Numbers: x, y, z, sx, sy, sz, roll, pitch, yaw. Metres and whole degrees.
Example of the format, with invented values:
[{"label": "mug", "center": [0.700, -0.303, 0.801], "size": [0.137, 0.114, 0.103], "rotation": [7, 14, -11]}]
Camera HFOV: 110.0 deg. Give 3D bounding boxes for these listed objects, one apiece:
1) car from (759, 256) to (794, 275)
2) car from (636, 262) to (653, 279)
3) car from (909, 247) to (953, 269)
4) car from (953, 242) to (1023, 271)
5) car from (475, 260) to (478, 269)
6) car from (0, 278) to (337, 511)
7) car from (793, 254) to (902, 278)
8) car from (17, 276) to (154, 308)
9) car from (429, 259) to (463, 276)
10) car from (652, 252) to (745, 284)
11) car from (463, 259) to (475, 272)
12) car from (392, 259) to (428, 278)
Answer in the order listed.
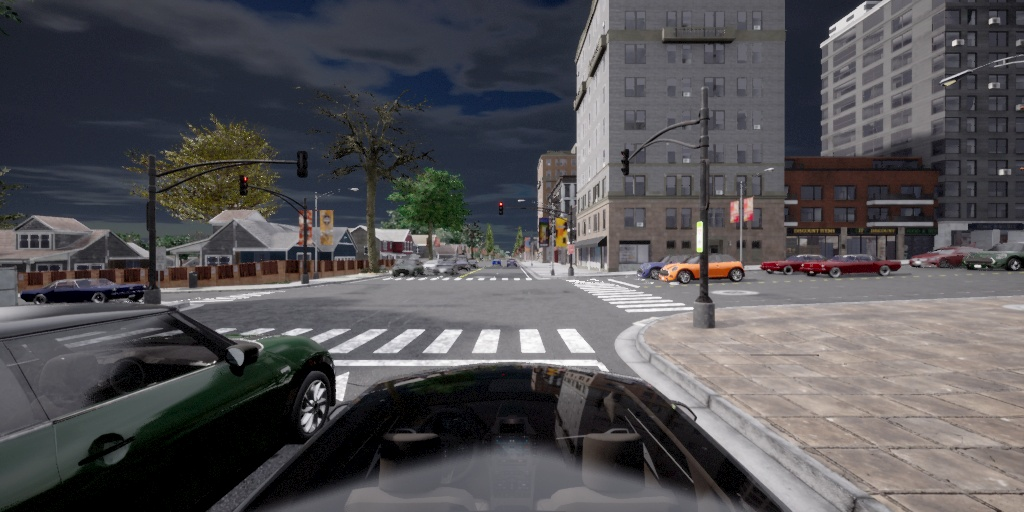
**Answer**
[{"label": "car", "center": [20.096, 0.583, 24.979], "size": [4.718, 1.301, 1.895], "rotation": [-2, 0, 0]}, {"label": "car", "center": [11.099, 0.679, 25.015], "size": [4.553, 1.767, 2.097], "rotation": [-2, 0, 2]}, {"label": "car", "center": [30.647, 0.113, 25.012], "size": [4.674, 1.442, 1.812], "rotation": [-2, 0, 0]}, {"label": "car", "center": [30.492, -0.045, 21.764], "size": [4.553, 1.767, 2.097], "rotation": [-2, 0, 0]}, {"label": "car", "center": [-6.658, 1.321, 59.429], "size": [1.837, 1.490, 4.892], "rotation": [0, 0, 0]}, {"label": "car", "center": [-3.151, 1.102, 2.461], "size": [2.097, 1.767, 4.553], "rotation": [0, 0, 0]}, {"label": "car", "center": [20.337, 0.584, 21.730], "size": [4.718, 1.301, 1.895], "rotation": [-2, 0, 0]}, {"label": "car", "center": [-21.636, 1.806, 18.338], "size": [4.718, 1.301, 1.895], "rotation": [-2, 0, 0]}, {"label": "car", "center": [-6.639, 1.260, 36.604], "size": [2.128, 1.511, 4.902], "rotation": [0, 0, 0]}, {"label": "car", "center": [11.353, 0.680, 21.695], "size": [4.553, 1.767, 2.097], "rotation": [-2, 0, 0]}, {"label": "car", "center": [-6.655, 1.333, 48.449], "size": [2.033, 1.411, 5.357], "rotation": [0, 0, 0]}, {"label": "car", "center": [-9.888, 1.116, 34.440], "size": [2.097, 1.767, 4.553], "rotation": [0, 0, 0]}]
